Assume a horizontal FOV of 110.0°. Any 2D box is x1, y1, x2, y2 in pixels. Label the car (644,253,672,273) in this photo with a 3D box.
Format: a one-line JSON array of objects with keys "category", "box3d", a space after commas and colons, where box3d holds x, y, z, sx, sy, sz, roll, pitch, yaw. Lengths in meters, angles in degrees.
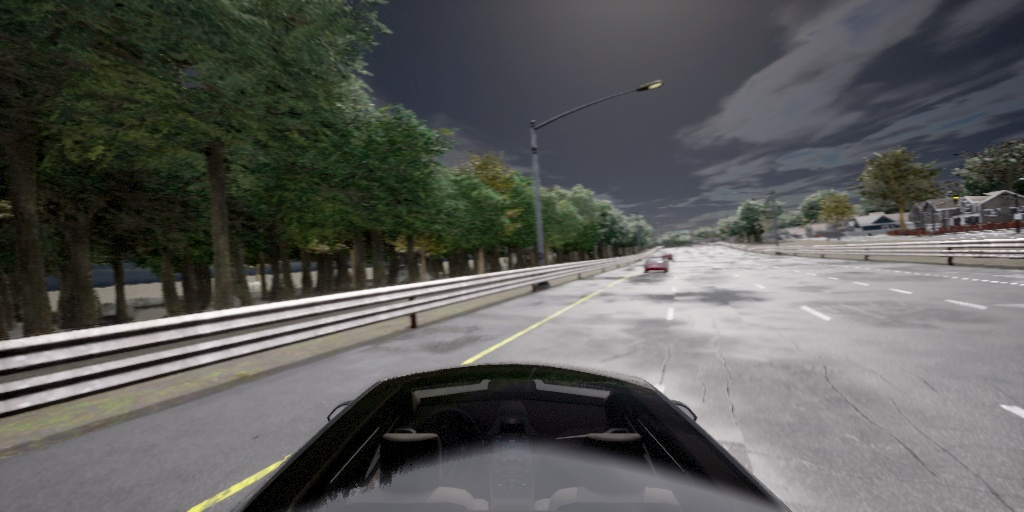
[{"category": "car", "box3d": [13.230, 0.768, 32.904, 1.994, 1.385, 4.181, -4, -1, 25]}]
